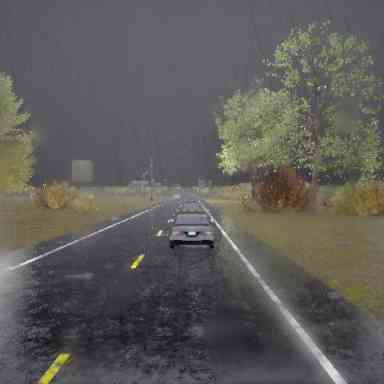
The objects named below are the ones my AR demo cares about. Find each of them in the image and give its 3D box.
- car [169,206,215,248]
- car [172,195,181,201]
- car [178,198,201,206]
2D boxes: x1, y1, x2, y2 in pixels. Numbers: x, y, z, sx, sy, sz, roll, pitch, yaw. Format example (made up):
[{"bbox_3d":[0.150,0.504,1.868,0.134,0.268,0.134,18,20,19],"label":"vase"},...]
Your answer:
[{"bbox_3d":[0.000,1.556,14.650,2.033,1.411,5.357,0,0,0],"label":"car"},{"bbox_3d":[-3.499,1.354,76.725,1.812,1.442,4.674,0,0,0],"label":"car"},{"bbox_3d":[0.000,1.543,29.650,2.033,1.411,5.357,0,0,0],"label":"car"}]
